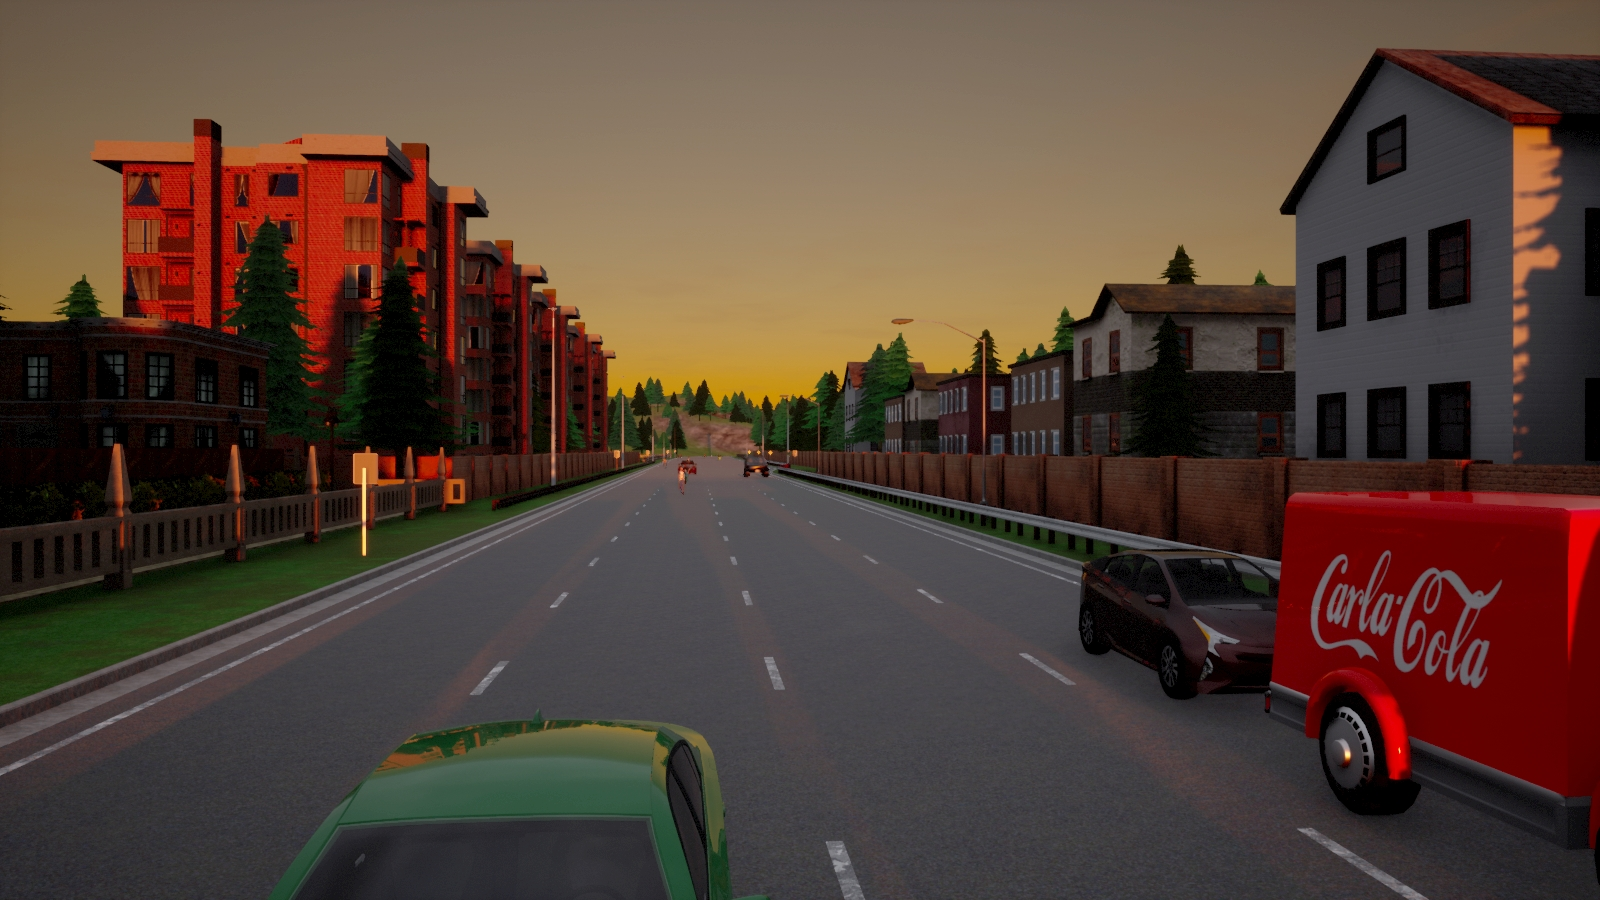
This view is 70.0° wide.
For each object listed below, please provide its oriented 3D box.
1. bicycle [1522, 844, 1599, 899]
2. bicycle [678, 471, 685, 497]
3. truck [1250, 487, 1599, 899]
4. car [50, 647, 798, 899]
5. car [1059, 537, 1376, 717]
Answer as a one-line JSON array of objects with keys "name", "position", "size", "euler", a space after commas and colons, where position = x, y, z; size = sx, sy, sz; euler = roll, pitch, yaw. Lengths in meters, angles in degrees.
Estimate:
[{"name": "bicycle", "position": [2.623, 2.056, 2.959], "size": [0.373, 1.496, 1.643], "euler": [0, 0, -4]}, {"name": "bicycle", "position": [-7.191, 2.056, 69.443], "size": [0.373, 1.496, 1.643], "euler": [0, 0, -5]}, {"name": "truck", "position": [5.566, 1.568, 7.740], "size": [2.627, 2.467, 5.204], "euler": [0, 0, -5]}, {"name": "car", "position": [-1.202, 2.034, 4.748], "size": [2.097, 1.535, 5.006], "euler": [0, 0, -5]}, {"name": "car", "position": [4.945, 2.040, 14.354], "size": [2.007, 1.525, 4.514], "euler": [0, 0, -5]}]
